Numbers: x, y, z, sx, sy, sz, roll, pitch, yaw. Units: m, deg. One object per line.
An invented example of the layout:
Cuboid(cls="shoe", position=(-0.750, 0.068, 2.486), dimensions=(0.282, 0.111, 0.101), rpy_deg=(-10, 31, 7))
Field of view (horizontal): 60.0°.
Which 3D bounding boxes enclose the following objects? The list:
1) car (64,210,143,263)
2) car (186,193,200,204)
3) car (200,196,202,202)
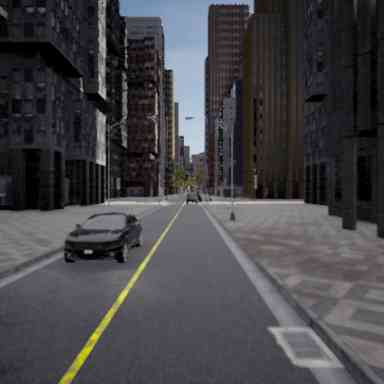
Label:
Cuboid(cls="car", position=(-3.014, 1.488, 12.206), dimensions=(1.882, 1.535, 5.008), rpy_deg=(0, 0, 0))
Cuboid(cls="car", position=(-0.013, 1.245, 63.577), dimensions=(2.150, 2.045, 5.566), rpy_deg=(0, 0, 0))
Cuboid(cls="car", position=(0.474, 1.234, 74.097), dimensions=(2.150, 2.045, 5.566), rpy_deg=(0, 0, 22))
